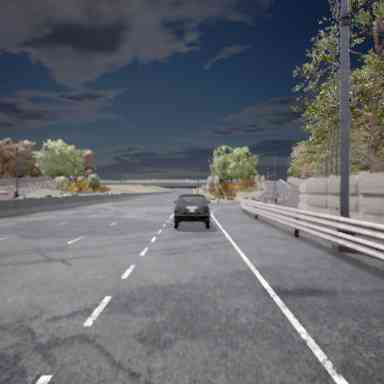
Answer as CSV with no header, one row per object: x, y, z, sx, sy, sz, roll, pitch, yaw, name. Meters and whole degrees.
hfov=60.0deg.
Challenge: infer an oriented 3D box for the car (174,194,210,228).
0.007,1.113,21.439,2.150,2.045,5.566,0,0,0,car
